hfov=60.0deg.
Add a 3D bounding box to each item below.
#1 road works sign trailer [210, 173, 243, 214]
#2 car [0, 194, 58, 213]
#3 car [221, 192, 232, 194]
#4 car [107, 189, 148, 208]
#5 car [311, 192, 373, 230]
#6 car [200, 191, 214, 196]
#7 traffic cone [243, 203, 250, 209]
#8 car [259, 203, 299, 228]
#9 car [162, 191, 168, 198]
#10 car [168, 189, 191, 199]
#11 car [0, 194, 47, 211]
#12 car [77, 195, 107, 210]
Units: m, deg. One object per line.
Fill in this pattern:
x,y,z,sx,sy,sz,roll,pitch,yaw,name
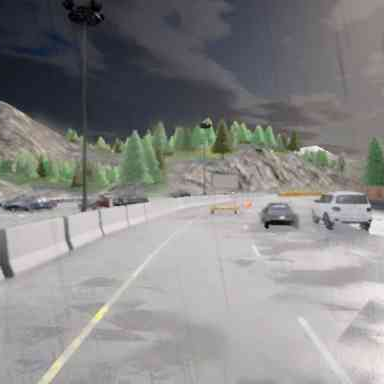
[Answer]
2.939,0.110,29.305,2.380,3.560,2.880,0,1,13,road works sign trailer
-14.580,1.098,30.587,2.033,1.411,5.357,0,1,11,car
7.500,0.577,73.796,1.895,1.301,4.718,1,1,26,car
-6.428,0.750,35.350,2.150,2.045,5.566,0,1,13,car
8.607,1.014,19.555,2.150,2.045,5.566,0,1,8,car
3.285,0.559,73.210,1.812,1.442,4.674,1,1,26,car
5.983,1.533,35.797,0.340,0.580,0.340,0,1,13,traffic cone
5.191,1.334,20.145,1.994,1.385,4.181,0,1,8,car
-4.730,0.561,72.640,2.128,1.511,4.902,1,1,24,car
-2.208,0.329,69.758,2.150,2.045,5.566,1,1,24,car
-17.406,0.985,34.137,2.128,1.511,4.902,0,1,12,car
-10.117,1.043,34.811,1.812,1.442,4.674,0,1,12,car
